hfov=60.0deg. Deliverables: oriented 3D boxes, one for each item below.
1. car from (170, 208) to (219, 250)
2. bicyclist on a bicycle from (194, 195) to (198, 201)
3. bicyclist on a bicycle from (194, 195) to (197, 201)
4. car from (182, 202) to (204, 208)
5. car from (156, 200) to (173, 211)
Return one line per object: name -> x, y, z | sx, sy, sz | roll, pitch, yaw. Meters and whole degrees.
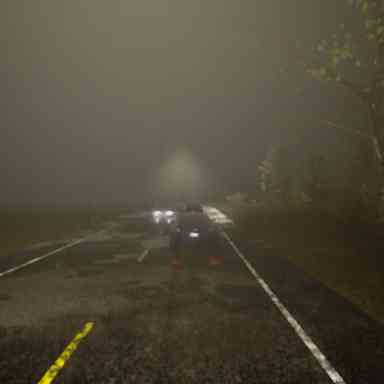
car -> 0.093, 1.602, 14.628 | 1.994, 1.385, 4.181 | 0, 0, 0
bicyclist on a bicycle -> 1.001, 1.652, 82.633 | 0.866, 1.612, 1.509 | 0, 0, 0
bicyclist on a bicycle -> 1.010, 1.605, 91.631 | 0.659, 1.776, 1.843 | 0, 0, 0
car -> 0.104, 1.605, 30.516 | 1.812, 1.442, 4.674 | 0, 0, 0
car -> -3.570, 1.713, 43.306 | 1.895, 1.301, 4.718 | 0, 0, 0
